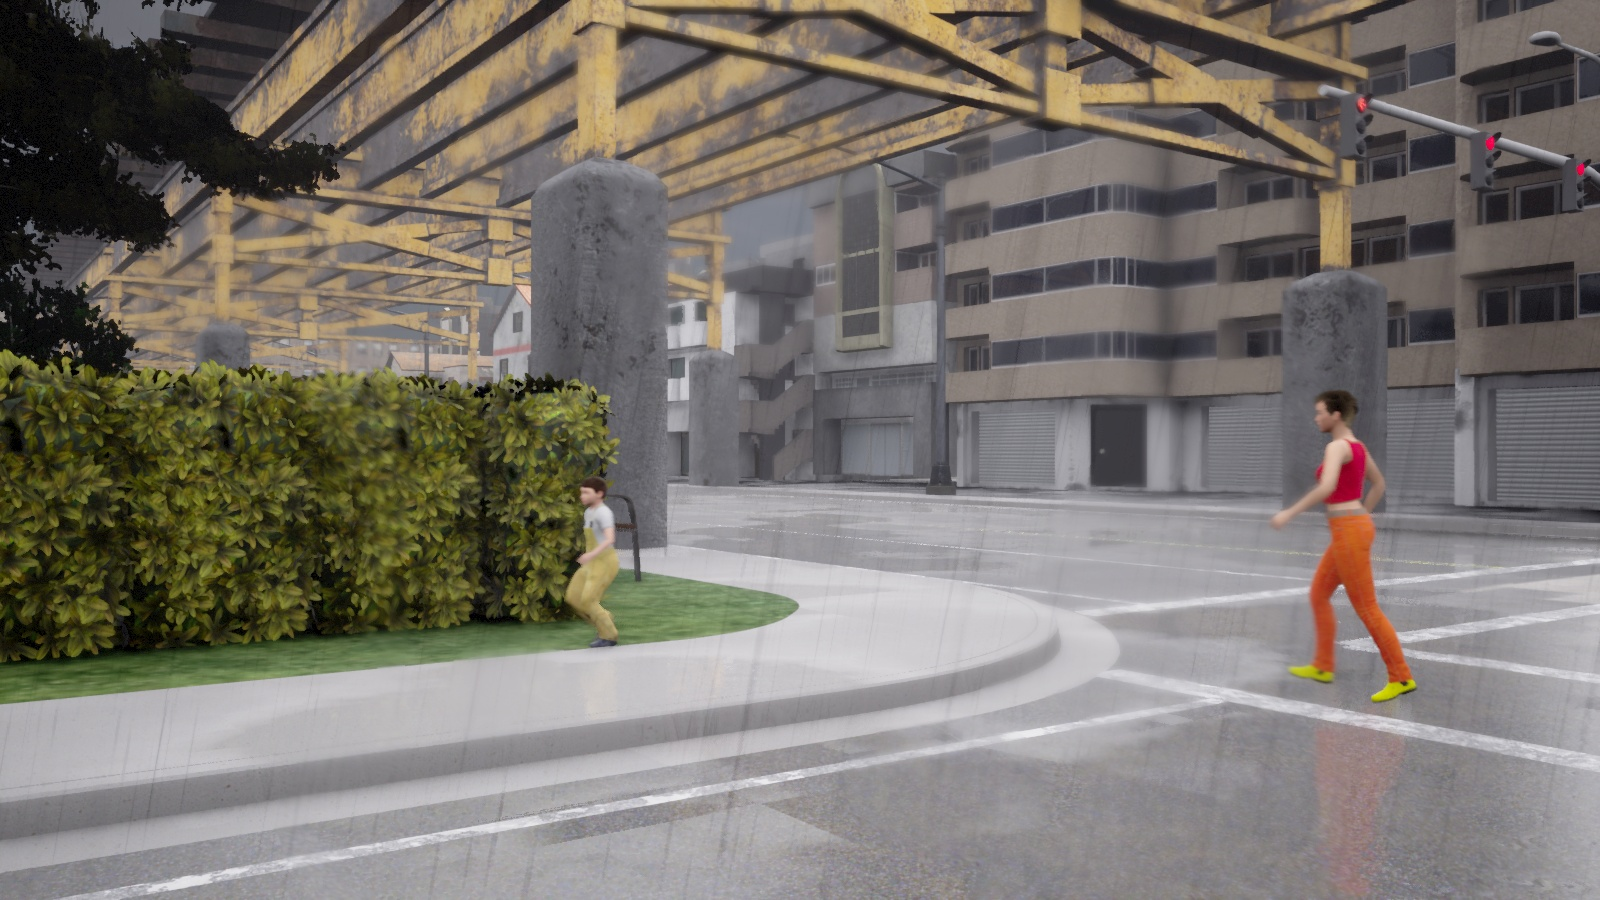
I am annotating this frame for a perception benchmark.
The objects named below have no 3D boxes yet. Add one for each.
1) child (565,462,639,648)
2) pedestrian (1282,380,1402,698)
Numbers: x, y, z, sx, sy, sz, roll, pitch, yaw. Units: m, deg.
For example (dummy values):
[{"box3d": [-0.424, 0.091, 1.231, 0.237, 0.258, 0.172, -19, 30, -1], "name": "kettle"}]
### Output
[{"box3d": [-1.384, 0.714, 8.757, 0.437, 1.263, 0.270, 0, 0, -31], "name": "child"}, {"box3d": [3.268, 0.515, 7.574, 0.594, 1.836, 0.345, 0, 0, 36], "name": "pedestrian"}]
